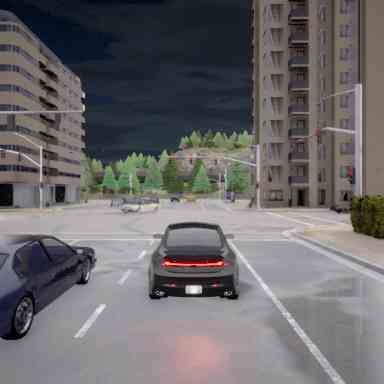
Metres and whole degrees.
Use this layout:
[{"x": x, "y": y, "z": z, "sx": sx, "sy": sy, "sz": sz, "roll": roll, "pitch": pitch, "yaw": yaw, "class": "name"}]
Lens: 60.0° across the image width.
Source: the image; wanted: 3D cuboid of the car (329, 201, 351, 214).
[{"x": 17.258, "y": 1.547, "z": 34.548, "sx": 5.357, "sy": 1.411, "sz": 2.033, "roll": 0, "pitch": 0, "yaw": 0, "class": "car"}]

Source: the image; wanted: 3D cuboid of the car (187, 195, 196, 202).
[{"x": -0.183, "y": 1.478, "z": 73.808, "sx": 1.882, "sy": 1.535, "sz": 5.008, "roll": 0, "pitch": 0, "yaw": 0, "class": "car"}]

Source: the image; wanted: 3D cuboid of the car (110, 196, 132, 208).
[{"x": -10.719, "y": 1.491, "z": 48.963, "sx": 2.128, "sy": 1.511, "sz": 4.902, "roll": 0, "pitch": 0, "yaw": 0, "class": "car"}]

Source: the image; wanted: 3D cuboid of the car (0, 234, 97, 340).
[{"x": -3.466, "y": 1.547, "z": 6.468, "sx": 2.033, "sy": 1.411, "sz": 5.357, "roll": 0, "pitch": 0, "yaw": 0, "class": "car"}]

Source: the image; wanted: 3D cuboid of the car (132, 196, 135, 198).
[{"x": -10.720, "y": 1.505, "z": 58.236, "sx": 1.837, "sy": 1.490, "sz": 4.892, "roll": 0, "pitch": 0, "yaw": 0, "class": "car"}]

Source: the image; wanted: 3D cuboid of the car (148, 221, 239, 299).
[{"x": 0.042, "y": 1.505, "z": 8.400, "sx": 1.837, "sy": 1.490, "sz": 4.892, "roll": 0, "pitch": 0, "yaw": 0, "class": "car"}]

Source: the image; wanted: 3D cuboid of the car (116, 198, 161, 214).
[{"x": -5.438, "y": 1.601, "z": 35.591, "sx": 1.895, "sy": 1.301, "sz": 4.718, "roll": 0, "pitch": 0, "yaw": 33, "class": "car"}]

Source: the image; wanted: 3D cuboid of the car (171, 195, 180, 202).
[{"x": -3.683, "y": 1.500, "z": 73.801, "sx": 1.837, "sy": 1.490, "sz": 4.892, "roll": 0, "pitch": 0, "yaw": 0, "class": "car"}]
